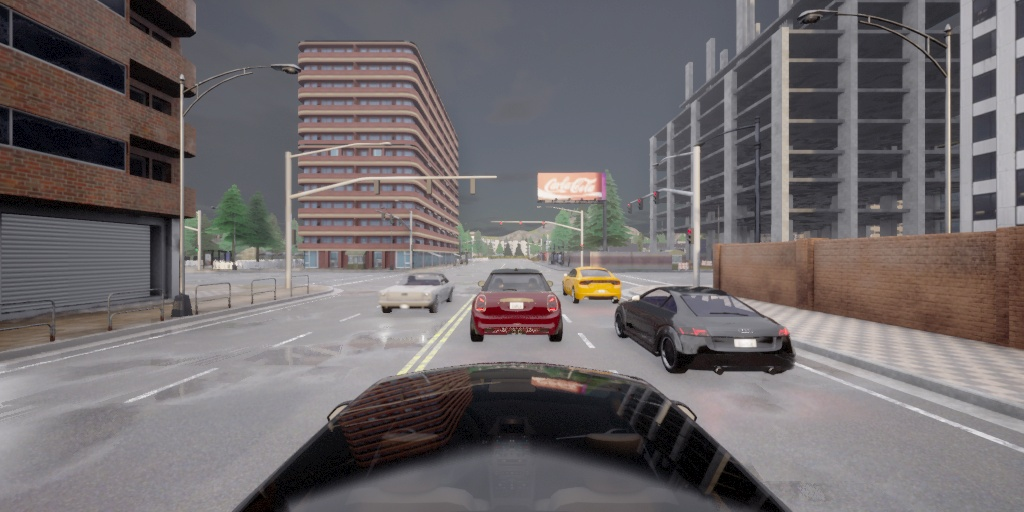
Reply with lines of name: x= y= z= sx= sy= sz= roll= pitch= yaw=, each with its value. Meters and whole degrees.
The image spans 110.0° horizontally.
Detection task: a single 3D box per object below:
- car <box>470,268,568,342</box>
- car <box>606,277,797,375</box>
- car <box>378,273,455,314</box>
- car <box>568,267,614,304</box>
car: x=0.100 y=1.102 z=9.943 sx=2.097 sy=1.767 sz=4.553 roll=0 pitch=0 yaw=0
car: x=3.598 y=1.314 z=7.538 sx=1.994 sy=1.385 sz=4.181 roll=0 pitch=0 yaw=0
car: x=-3.515 y=1.351 z=13.970 sx=1.895 sy=1.301 sz=4.718 roll=0 pitch=0 yaw=0
car: x=3.499 y=1.228 z=16.471 sx=1.882 sy=1.535 sz=5.008 roll=0 pitch=0 yaw=0
